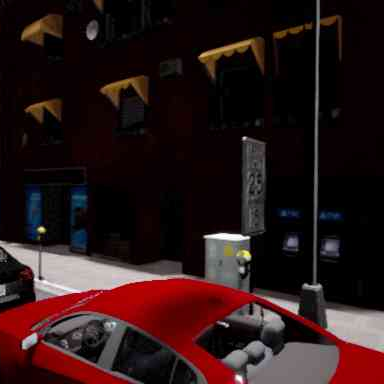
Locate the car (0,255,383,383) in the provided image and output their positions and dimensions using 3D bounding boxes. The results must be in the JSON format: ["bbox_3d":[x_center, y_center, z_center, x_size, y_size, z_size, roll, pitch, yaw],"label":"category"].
[{"bbox_3d":[-0.404,1.549,3.167,4.507,1.381,1.887,0,1,36],"label":"car"}]

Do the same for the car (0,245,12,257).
[{"bbox_3d":[-4.687,1.565,6.325,4.313,1.339,1.947,0,1,36],"label":"car"}]
